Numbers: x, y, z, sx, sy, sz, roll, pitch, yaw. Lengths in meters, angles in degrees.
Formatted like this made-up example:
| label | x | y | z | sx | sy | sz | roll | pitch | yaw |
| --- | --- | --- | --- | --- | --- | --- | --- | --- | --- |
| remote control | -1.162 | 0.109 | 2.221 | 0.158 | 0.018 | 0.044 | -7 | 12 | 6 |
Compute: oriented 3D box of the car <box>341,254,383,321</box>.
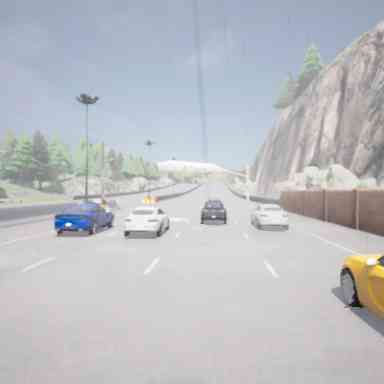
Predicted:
| label | x | y | z | sx | sy | sz | roll | pitch | yaw |
| --- | --- | --- | --- | --- | --- | --- | --- | --- | --- |
| car | 3.894 | 1.483 | 4.848 | 1.882 | 1.535 | 5.008 | 0 | 0 | 3 |

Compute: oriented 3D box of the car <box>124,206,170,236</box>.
| label | x | y | z | sx | sy | sz | roll | pitch | yaw |
| --- | --- | --- | --- | --- | --- | --- | --- | --- | --- |
| car | -2.332 | 1.473 | 17.829 | 1.812 | 1.442 | 4.674 | 0 | 0 | 4 |

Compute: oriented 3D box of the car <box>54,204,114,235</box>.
| label | x | y | z | sx | sy | sz | roll | pitch | yaw |
| --- | --- | --- | --- | --- | --- | --- | --- | --- | --- |
| car | -5.798 | 1.409 | 18.482 | 1.882 | 1.535 | 5.008 | 0 | 0 | 4 |

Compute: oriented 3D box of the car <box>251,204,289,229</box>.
| label | x | y | z | sx | sy | sz | roll | pitch | yaw |
| --- | --- | --- | --- | --- | --- | --- | --- | --- | --- |
| car | 4.888 | 1.497 | 21.181 | 1.812 | 1.442 | 4.674 | 0 | 0 | 4 |

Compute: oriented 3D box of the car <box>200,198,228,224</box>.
| label | x | y | z | sx | sy | sz | roll | pitch | yaw |
| --- | --- | --- | --- | --- | --- | --- | --- | --- | --- |
| car | 1.604 | 1.442 | 24.528 | 2.128 | 1.511 | 4.902 | 0 | 0 | 4 |
